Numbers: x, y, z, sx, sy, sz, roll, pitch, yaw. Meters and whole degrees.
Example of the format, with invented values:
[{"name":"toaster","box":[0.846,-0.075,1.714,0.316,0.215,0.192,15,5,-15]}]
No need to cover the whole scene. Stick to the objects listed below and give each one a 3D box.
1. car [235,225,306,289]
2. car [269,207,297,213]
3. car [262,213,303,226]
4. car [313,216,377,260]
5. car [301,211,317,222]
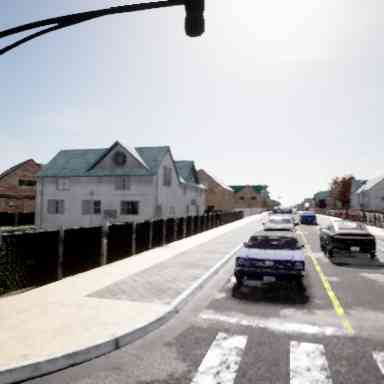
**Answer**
[{"name":"car","box":[2.597,1.980,10.583,1.895,1.301,4.718,0,-2,17]},{"name":"car","box":[8.297,2.389,30.463,2.150,2.045,5.566,0,-2,16]},{"name":"car","box":[5.384,2.250,20.288,2.128,1.511,4.902,0,-2,16]},{"name":"car","box":[7.011,2.084,15.264,2.128,1.511,4.902,0,-2,16]},{"name":"car","box":[14.561,3.145,41.707,1.882,1.535,5.008,0,-2,16]}]
